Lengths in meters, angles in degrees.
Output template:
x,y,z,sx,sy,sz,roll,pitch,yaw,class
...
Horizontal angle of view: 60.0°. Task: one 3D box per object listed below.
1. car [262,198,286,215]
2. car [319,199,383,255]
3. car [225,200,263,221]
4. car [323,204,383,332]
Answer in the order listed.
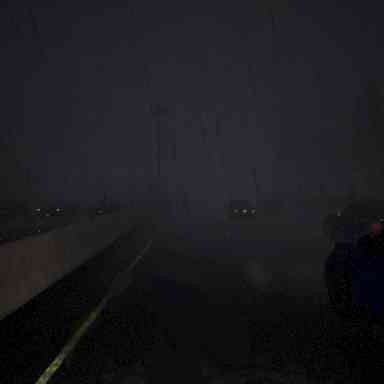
x,y,z,sx,sy,sz,roll,pitch,yaw,class
7.097,1.241,30.101,2.128,1.511,4.902,0,0,0,car
7.095,1.239,13.494,2.097,1.767,4.553,0,0,0,car
3.596,1.338,25.153,2.033,1.411,5.357,0,0,0,car
3.571,1.190,3.968,2.150,2.045,5.566,0,1,0,car
